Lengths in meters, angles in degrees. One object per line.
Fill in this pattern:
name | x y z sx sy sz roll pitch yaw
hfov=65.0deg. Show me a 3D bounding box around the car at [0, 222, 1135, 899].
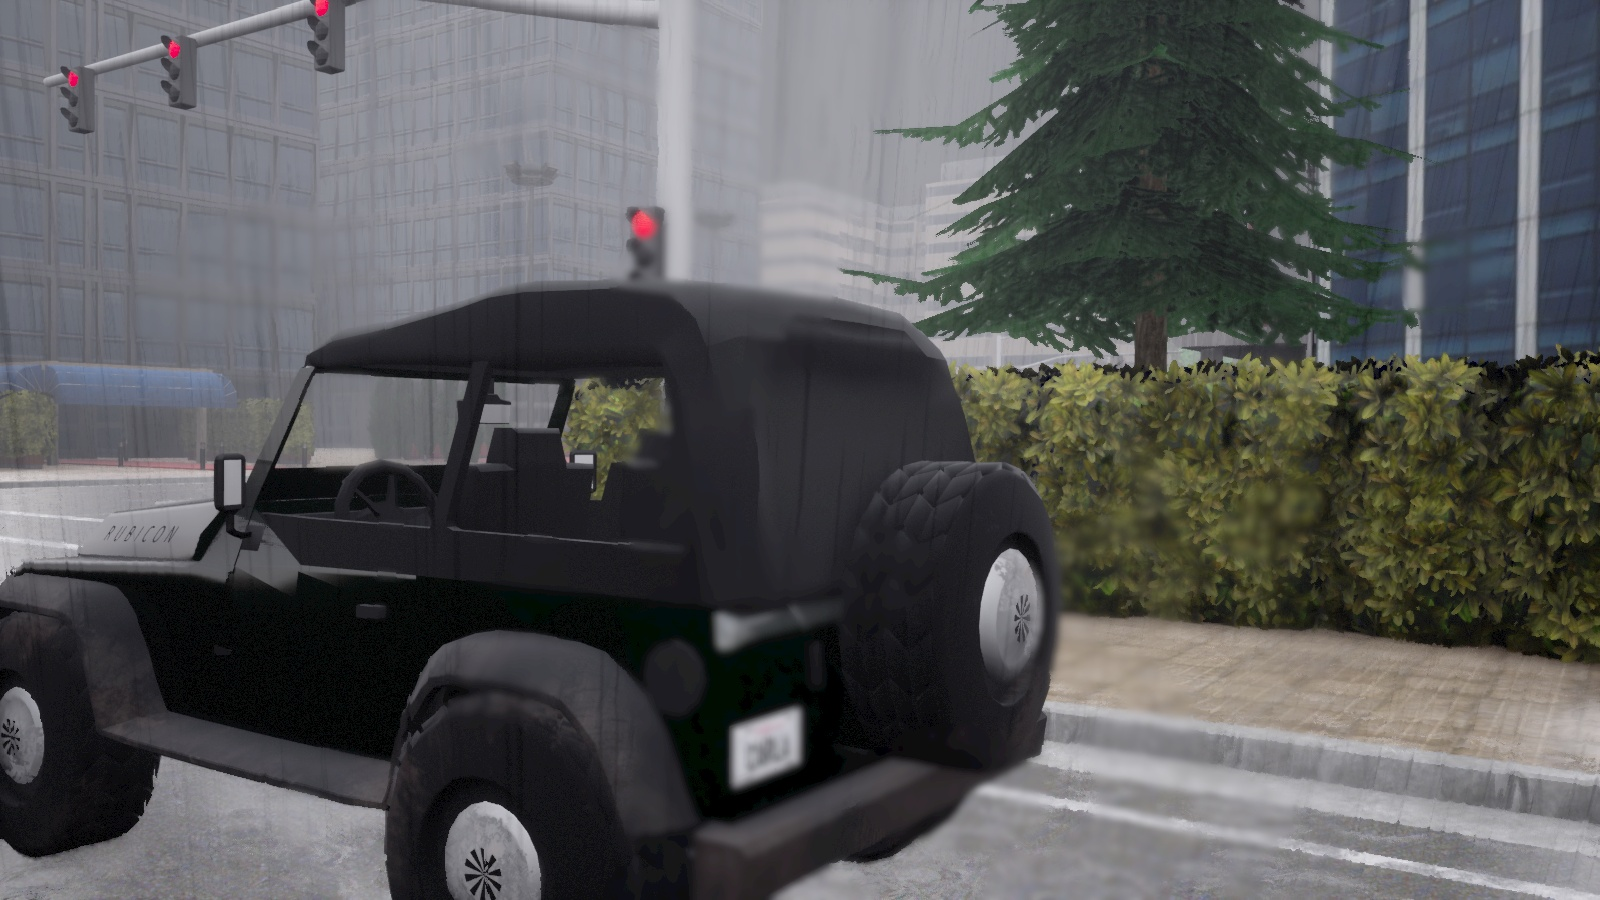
car | -1.061 0.478 4.325 3.866 1.878 1.905 0 1 34
